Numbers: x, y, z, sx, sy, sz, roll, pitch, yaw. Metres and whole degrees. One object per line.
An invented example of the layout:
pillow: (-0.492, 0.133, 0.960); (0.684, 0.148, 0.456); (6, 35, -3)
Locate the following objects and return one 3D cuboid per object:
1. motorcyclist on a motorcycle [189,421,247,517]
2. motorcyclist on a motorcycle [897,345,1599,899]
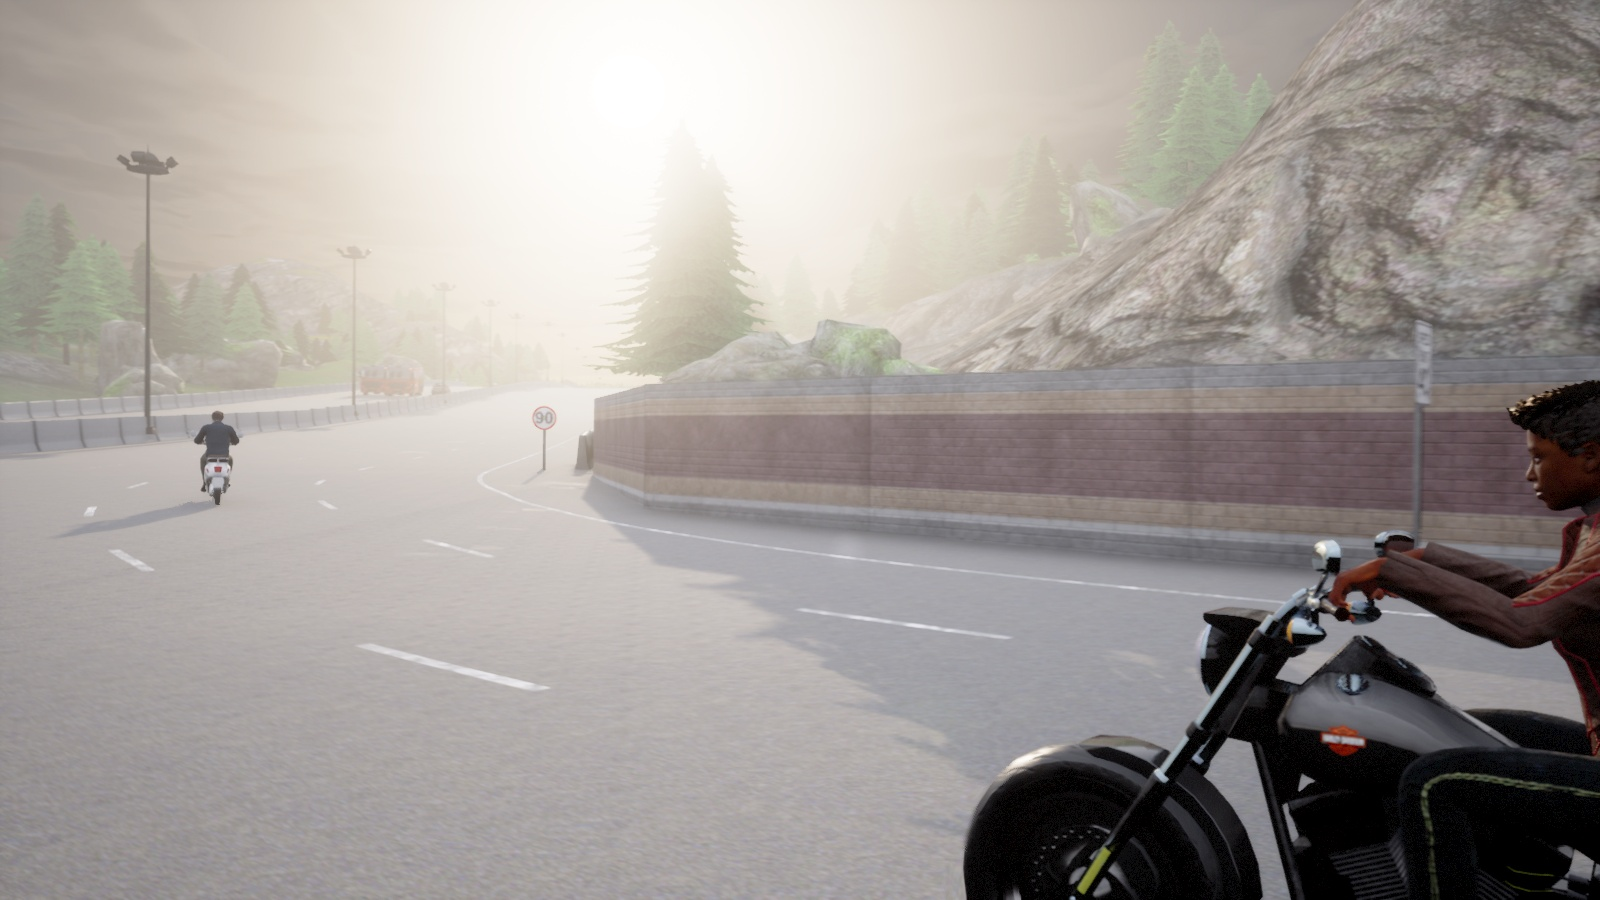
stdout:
motorcyclist on a motorcycle: (-10.067, 0.294, 21.691); (0.866, 1.590, 1.817); (0, 1, -26)
motorcyclist on a motorcycle: (1.422, 0.638, 2.679); (2.350, 1.649, 0.766); (0, 0, 35)
